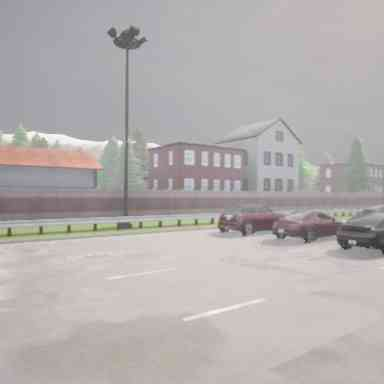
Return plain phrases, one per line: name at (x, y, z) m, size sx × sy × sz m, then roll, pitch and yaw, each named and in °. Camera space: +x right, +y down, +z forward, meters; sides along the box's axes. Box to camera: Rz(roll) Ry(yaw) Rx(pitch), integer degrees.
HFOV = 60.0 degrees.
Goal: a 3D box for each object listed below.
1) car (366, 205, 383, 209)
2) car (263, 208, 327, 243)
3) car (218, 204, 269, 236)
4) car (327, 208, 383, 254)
car at (16.192, 1.799, 28.315) m, size 4.674 × 1.442 × 1.812 m, roll 0°, pitch 0°, yaw -35°
car at (6.018, 1.660, 16.755) m, size 4.674 × 1.442 × 1.812 m, roll 0°, pitch 0°, yaw -35°
car at (3.739, 1.481, 19.433) m, size 4.553 × 1.767 × 2.097 m, roll 1°, pitch -1°, yaw -35°
car at (7.986, 1.641, 13.862) m, size 4.892 × 1.490 × 1.837 m, roll 0°, pitch 0°, yaw -35°
